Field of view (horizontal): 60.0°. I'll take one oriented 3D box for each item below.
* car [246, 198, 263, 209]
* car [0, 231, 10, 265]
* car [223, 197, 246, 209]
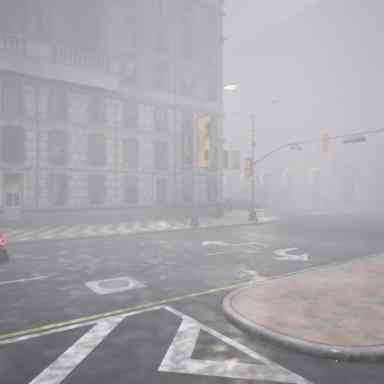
[{"bbox_3d":[7.371,1.547,46.323,2.033,1.411,5.357,0,0,-36],"label":"car"},{"bbox_3d":[-7.353,1.352,8.583,4.553,1.767,2.097,0,0,-35],"label":"car"},{"bbox_3d":[4.495,1.505,44.335,1.837,1.490,4.892,0,0,-36],"label":"car"}]
